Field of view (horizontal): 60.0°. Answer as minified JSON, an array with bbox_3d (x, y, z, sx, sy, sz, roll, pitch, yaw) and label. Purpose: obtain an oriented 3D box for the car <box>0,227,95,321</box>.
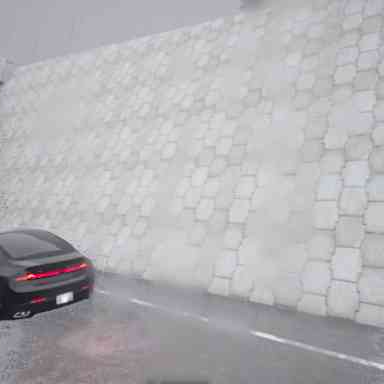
[{"bbox_3d":[-4.058,1.497,6.884,4.892,1.490,1.837,0,0,36],"label":"car"}]
